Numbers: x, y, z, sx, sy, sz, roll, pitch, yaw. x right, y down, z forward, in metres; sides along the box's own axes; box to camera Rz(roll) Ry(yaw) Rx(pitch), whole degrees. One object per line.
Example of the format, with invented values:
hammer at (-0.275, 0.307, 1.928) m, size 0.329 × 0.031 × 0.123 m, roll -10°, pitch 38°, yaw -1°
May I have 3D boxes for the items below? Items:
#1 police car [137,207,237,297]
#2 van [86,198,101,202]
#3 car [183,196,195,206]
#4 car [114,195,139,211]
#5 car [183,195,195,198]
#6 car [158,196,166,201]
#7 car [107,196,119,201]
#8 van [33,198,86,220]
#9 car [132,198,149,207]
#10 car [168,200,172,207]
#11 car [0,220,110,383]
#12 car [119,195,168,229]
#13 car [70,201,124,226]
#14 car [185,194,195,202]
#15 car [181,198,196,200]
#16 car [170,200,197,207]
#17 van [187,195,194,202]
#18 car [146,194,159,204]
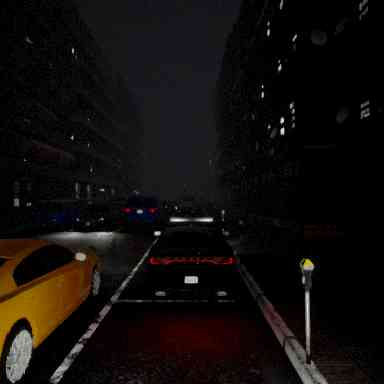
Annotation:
police car at (-0.012, 1.430, 8.763) m, size 1.930 × 1.638 × 5.238 m, roll 0°, pitch 0°, yaw 0°
van at (-8.313, 1.368, 26.285) m, size 1.690 × 1.788 × 3.998 m, roll 1°, pitch 0°, yaw 0°
car at (-0.473, 1.553, 59.411) m, size 1.967 × 1.590 × 4.097 m, roll 1°, pitch 0°, yaw 0°
car at (-8.314, 1.379, 42.876) m, size 2.192 × 1.841 × 5.009 m, roll 1°, pitch 0°, yaw 0°
car at (-0.429, 1.490, 37.286) m, size 1.967 × 1.590 × 4.097 m, roll 1°, pitch 0°, yaw 0°
car at (-8.326, 1.846, 92.652) m, size 1.802 × 1.307 × 4.206 m, roll 1°, pitch 0°, yaw 0°
car at (-8.313, 1.365, 37.346) m, size 2.192 × 1.841 × 5.009 m, roll 1°, pitch 0°, yaw 0°
van at (-8.312, 1.359, 20.753) m, size 1.690 × 1.788 × 3.998 m, roll 2°, pitch 0°, yaw 0°
car at (-8.321, 1.660, 53.938) m, size 1.947 × 1.339 × 4.313 m, roll 1°, pitch 0°, yaw 0°
car at (-2.925, 1.618, 38.982) m, size 1.994 × 1.385 × 4.181 m, roll 0°, pitch 0°, yaw 0°
car at (-2.923, 1.481, 5.286) m, size 1.882 × 1.535 × 5.008 m, roll 0°, pitch 0°, yaw 0°
car at (-3.021, 1.241, 21.981) m, size 2.150 × 2.045 × 5.566 m, roll 0°, pitch 0°, yaw 0°
car at (-5.869, 1.543, 21.132) m, size 1.812 × 1.442 × 4.674 m, roll 0°, pitch 0°, yaw 0°
car at (-0.472, 1.521, 81.536) m, size 2.192 × 1.841 × 5.009 m, roll 1°, pitch 0°, yaw 0°
car at (-0.438, 1.582, 31.754) m, size 1.887 × 1.381 × 4.507 m, roll 1°, pitch 0°, yaw 0°
car at (-0.438, 1.572, 26.224) m, size 1.887 × 1.381 × 4.507 m, roll 1°, pitch 0°, yaw 0°
van at (-0.473, 1.575, 87.068) m, size 1.690 × 1.788 × 3.998 m, roll 1°, pitch 0°, yaw 0°
car at (-8.317, 1.471, 70.528) m, size 2.192 × 1.841 × 5.009 m, roll 1°, pitch 0°, yaw 0°
